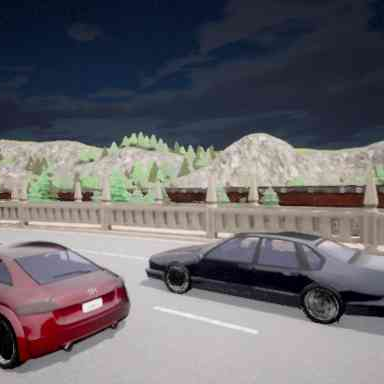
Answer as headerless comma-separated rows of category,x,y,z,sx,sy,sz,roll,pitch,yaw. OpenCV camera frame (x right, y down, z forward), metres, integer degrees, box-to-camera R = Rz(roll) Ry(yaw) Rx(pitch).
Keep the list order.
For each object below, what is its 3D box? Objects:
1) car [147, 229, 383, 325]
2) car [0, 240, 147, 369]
car,1.534,1.521,7.020,5.357,1.411,2.033,0,0,34
car,-3.088,1.559,5.737,4.181,1.385,1.994,0,0,32
